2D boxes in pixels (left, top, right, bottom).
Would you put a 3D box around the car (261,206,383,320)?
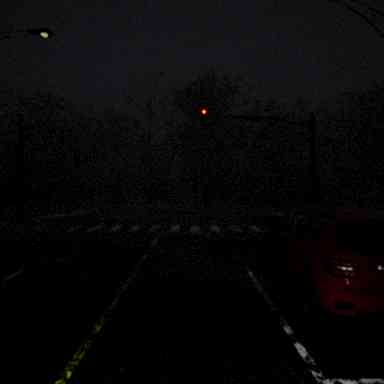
[{"bbox_3d":[2.843,1.189,6.929,2.192,1.841,5.009,1,1,0],"label":"car"}]
